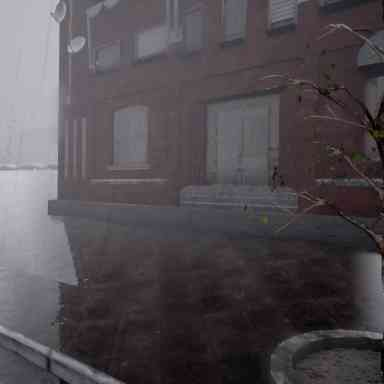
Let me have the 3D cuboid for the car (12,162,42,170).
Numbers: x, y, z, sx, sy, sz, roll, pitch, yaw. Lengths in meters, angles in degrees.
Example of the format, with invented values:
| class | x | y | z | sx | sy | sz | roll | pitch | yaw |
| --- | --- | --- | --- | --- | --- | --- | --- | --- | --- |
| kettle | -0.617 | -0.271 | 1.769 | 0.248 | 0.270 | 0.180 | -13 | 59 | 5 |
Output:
| class | x | y | z | sx | sy | sz | roll | pitch | yaw |
| --- | --- | --- | --- | --- | --- | --- | --- | --- | --- |
| car | -21.808 | -3.369 | 45.863 | 4.892 | 1.521 | 2.231 | 1 | 1 | 27 |

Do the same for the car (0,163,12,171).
| class | x | y | z | sx | sy | sz | roll | pitch | yaw |
| --- | --- | --- | --- | --- | --- | --- | --- | --- | --- |
| car | -26.641 | -3.431 | 48.319 | 4.674 | 1.452 | 2.002 | 1 | 1 | 28 |

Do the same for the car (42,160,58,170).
| class | x | y | z | sx | sy | sz | roll | pitch | yaw |
| --- | --- | --- | --- | --- | --- | --- | --- | --- | --- |
| car | -16.726 | -3.372 | 43.423 | 4.553 | 1.767 | 2.185 | 1 | 1 | 26 |
